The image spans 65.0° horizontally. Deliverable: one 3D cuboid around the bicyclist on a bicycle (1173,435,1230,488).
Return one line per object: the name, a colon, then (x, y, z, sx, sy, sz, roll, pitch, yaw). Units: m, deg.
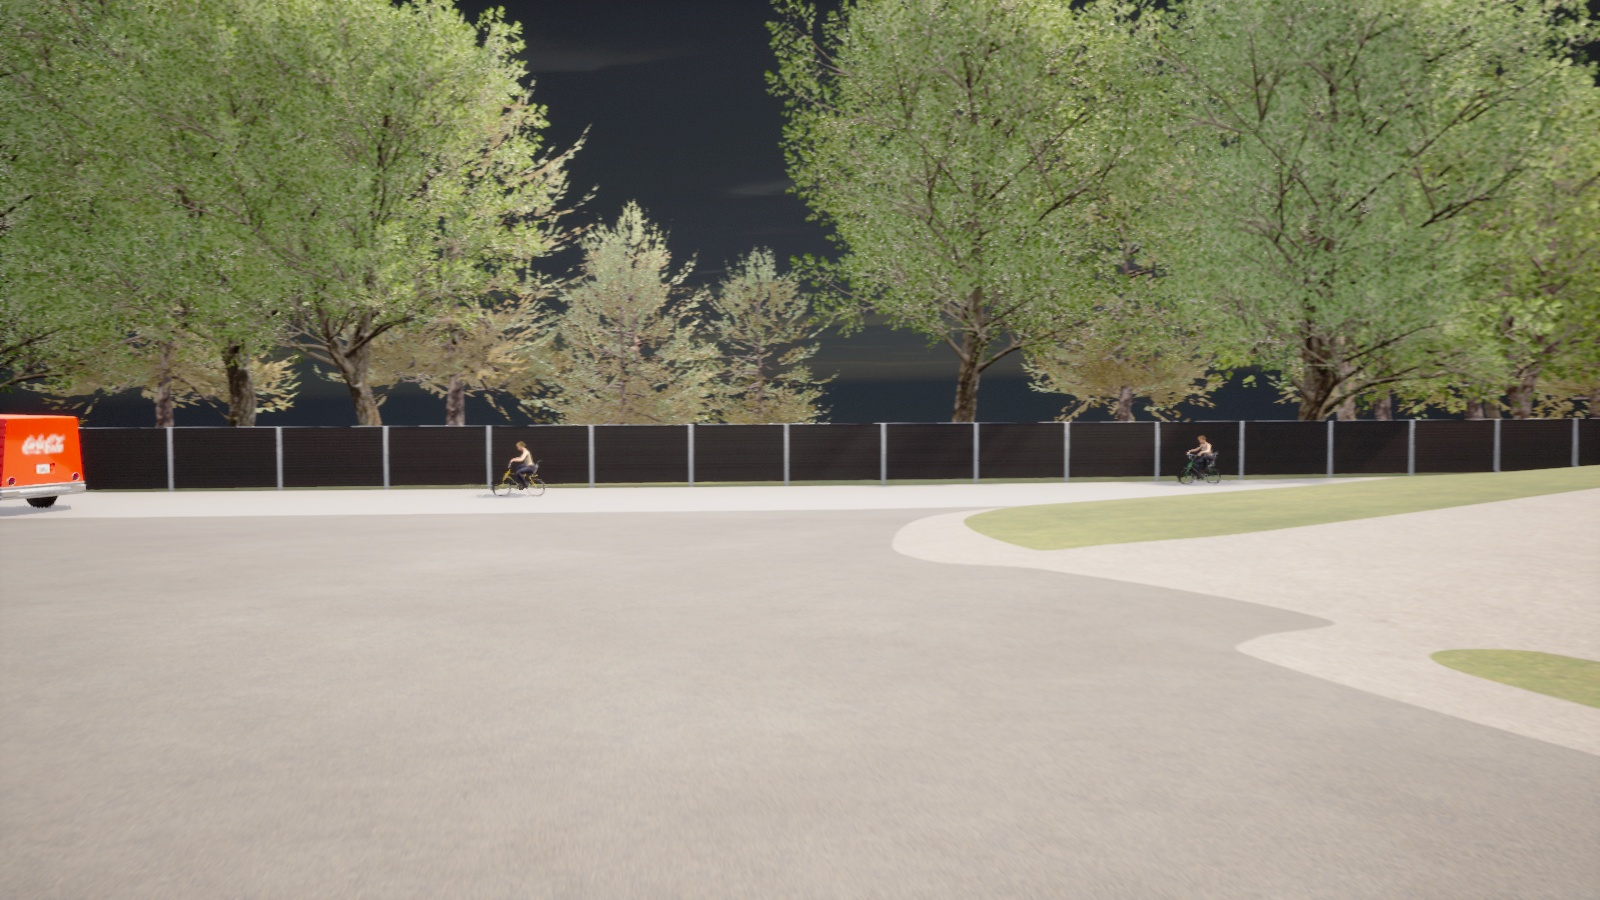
bicyclist on a bicycle: (12.888, 0.353, 40.364, 1.509, 1.612, 0.866, -1, 3, -12)

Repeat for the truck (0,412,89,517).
truck: (-21.374, 0.281, 32.158, 5.204, 2.467, 2.627, 1, 3, 18)

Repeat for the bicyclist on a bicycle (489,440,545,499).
bicyclist on a bicycle: (-8.138, 0.549, 36.138, 1.509, 1.612, 0.866, 0, 3, -8)
